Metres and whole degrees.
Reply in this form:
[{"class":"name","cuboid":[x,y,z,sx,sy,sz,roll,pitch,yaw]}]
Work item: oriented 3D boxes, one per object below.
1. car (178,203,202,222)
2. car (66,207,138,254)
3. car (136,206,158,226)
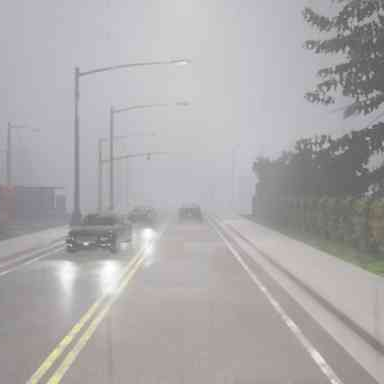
[{"class":"car","cuboid":[-0.178,1.672,28.696,1.882,1.535,5.008,0,0,-1]},{"class":"car","cuboid":[-3.726,1.602,14.055,1.837,1.490,4.892,0,-1,-1]},{"class":"car","cuboid":[-3.746,1.774,25.443,1.895,1.301,4.718,0,0,-1]}]
